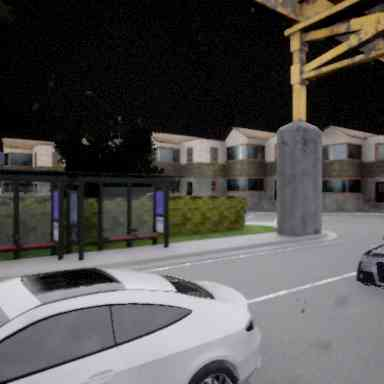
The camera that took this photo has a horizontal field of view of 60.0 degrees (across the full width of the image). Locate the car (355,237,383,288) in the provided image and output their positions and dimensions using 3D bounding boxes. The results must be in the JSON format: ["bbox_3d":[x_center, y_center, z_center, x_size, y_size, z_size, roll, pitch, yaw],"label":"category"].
[{"bbox_3d":[5.812,1.559,8.014,4.181,1.385,1.994,0,0,-35],"label":"car"}]

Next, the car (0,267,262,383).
[{"bbox_3d":[-1.381,1.525,2.979,4.674,1.442,1.812,0,0,-35],"label":"car"}]
